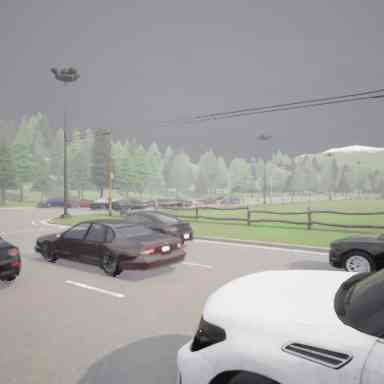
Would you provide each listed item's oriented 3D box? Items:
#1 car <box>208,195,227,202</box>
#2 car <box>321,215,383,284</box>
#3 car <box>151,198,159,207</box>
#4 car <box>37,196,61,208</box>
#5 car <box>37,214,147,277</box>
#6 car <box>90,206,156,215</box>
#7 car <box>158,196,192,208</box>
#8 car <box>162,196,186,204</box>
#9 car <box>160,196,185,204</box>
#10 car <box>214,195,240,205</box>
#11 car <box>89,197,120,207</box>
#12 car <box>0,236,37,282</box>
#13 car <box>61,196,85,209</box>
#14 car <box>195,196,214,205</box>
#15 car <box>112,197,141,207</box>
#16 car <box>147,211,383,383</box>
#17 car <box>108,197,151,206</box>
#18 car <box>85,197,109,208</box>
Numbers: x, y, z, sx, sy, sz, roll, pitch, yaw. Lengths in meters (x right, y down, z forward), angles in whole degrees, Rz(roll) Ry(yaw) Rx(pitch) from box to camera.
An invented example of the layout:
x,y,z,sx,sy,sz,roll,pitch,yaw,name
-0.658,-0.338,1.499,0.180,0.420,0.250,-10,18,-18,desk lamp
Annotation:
x,y,z,sx,sy,sz,roll,pitch,yaw,name
5.660,1.459,74.235,1.882,1.535,5.008,0,0,37,car
6.062,1.478,8.237,5.008,1.535,1.882,0,0,36,car
-5.181,1.561,48.402,1.994,1.385,4.181,0,0,37,car
-19.414,1.348,46.895,2.097,1.767,4.553,0,0,36,car
-2.713,1.547,10.294,5.357,1.411,2.033,0,0,37,car
-2.061,1.525,14.175,4.674,1.442,1.812,0,0,37,car
-2.066,1.598,46.717,1.895,1.301,4.718,0,0,37,car
-3.288,1.522,62.491,1.812,1.442,4.674,0,0,38,car
-3.975,1.543,67.306,2.033,1.411,5.357,0,0,37,car
6.573,1.489,58.141,2.128,1.511,4.902,0,0,37,car
-14.136,1.522,53.943,1.812,1.442,4.674,0,0,37,car
-6.129,1.525,8.476,4.674,1.442,1.812,0,0,36,car
-15.496,1.560,46.330,1.994,1.385,4.181,0,0,37,car
2.528,1.598,58.601,1.895,1.301,4.718,0,0,37,car
-10.430,1.560,53.065,1.994,1.385,4.181,0,0,37,car
2.519,1.222,2.157,5.566,2.045,2.150,0,0,36,car
-7.377,1.561,39.653,1.994,1.385,4.181,0,0,37,car
-10.476,1.598,41.350,1.895,1.301,4.718,0,0,34,car
